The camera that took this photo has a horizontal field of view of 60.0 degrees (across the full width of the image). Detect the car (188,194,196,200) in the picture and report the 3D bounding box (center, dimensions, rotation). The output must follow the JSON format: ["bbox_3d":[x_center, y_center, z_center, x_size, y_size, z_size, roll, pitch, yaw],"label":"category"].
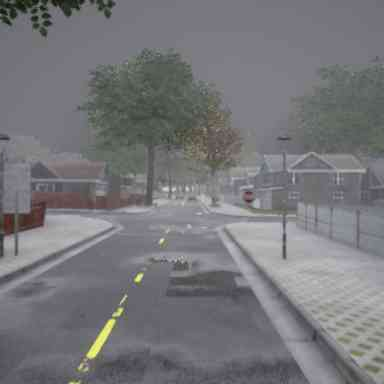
[{"bbox_3d":[0.009,1.194,81.191,2.033,1.411,5.357,0,0,0],"label":"car"}]

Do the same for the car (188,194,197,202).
[{"bbox_3d":[0.008,1.337,70.769,1.837,1.490,4.892,0,0,0],"label":"car"}]

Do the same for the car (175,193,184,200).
[{"bbox_3d":[-2.742,0.950,75.361,1.837,1.490,4.892,0,0,0],"label":"car"}]
